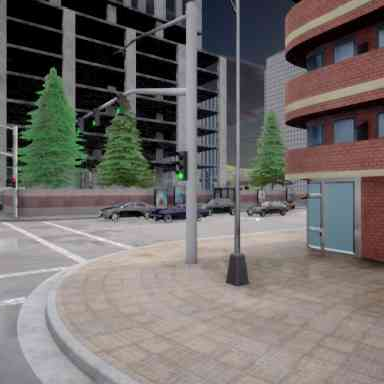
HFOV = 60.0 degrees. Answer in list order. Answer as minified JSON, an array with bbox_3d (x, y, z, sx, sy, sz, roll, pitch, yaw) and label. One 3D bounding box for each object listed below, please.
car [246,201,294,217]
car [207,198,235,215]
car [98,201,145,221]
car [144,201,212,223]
[{"bbox_3d":[7.355,1.581,32.239,4.674,1.442,1.812,0,0,-35],"label":"car"},{"bbox_3d":[2.198,1.407,32.882,4.553,1.767,2.097,0,0,-35],"label":"car"},{"bbox_3d":[-5.288,1.546,27.587,4.902,1.511,2.128,0,0,-35],"label":"car"},{"bbox_3d":[-1.025,1.656,26.315,4.718,1.301,1.895,0,0,-35],"label":"car"}]
